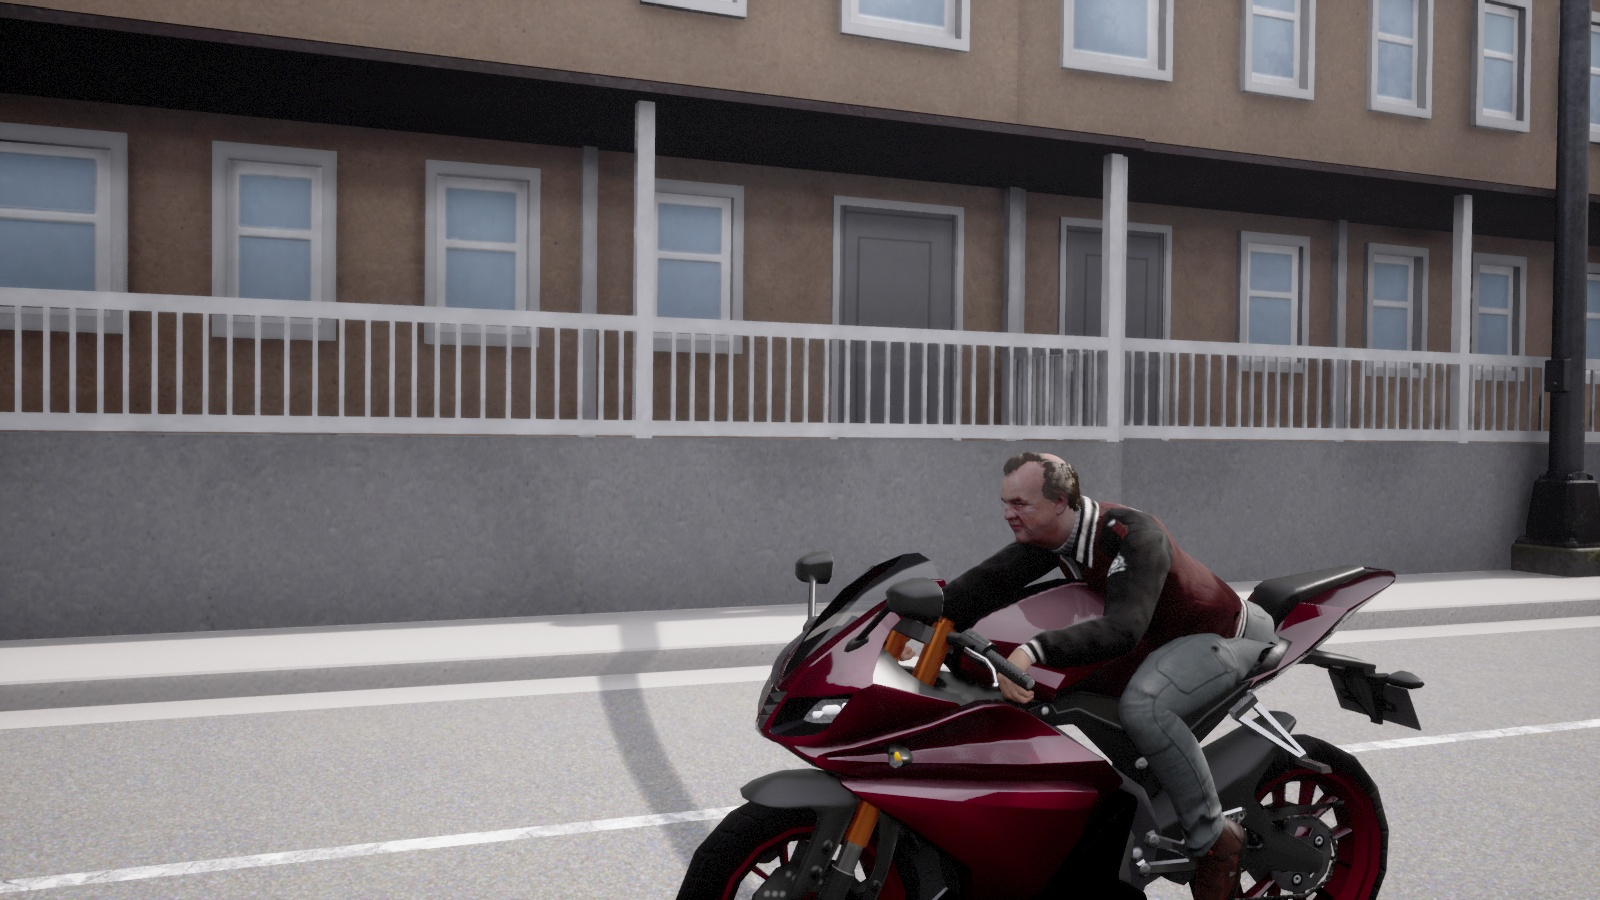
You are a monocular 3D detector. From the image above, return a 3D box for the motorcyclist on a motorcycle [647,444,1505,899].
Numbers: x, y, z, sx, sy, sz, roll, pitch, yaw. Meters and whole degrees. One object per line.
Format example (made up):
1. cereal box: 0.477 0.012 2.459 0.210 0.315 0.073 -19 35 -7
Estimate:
1. motorcyclist on a motorcycle: 0.755 0.768 3.489 2.191 1.530 0.866 -1 1 -19
